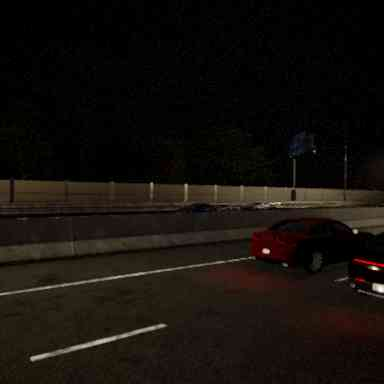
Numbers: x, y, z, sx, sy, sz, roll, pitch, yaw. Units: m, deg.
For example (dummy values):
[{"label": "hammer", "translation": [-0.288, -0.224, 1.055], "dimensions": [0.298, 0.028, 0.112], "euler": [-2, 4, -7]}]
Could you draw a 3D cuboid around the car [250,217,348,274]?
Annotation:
[{"label": "car", "translation": [4.146, 1.579, 10.998], "dimensions": [5.008, 1.535, 1.882], "euler": [1, 0, -35]}]

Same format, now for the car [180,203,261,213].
[{"label": "car", "translation": [1.979, 1.647, 22.595], "dimensions": [4.902, 1.511, 2.128], "euler": [1, -1, -35]}]

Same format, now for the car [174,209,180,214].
[{"label": "car", "translation": [0.540, 1.716, 30.167], "dimensions": [4.674, 1.442, 1.812], "euler": [1, -1, -35]}]

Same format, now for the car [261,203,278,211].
[{"label": "car", "translation": [5.624, 1.724, 29.491], "dimensions": [4.902, 1.511, 2.128], "euler": [1, -1, -35]}]

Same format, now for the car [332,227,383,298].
[{"label": "car", "translation": [5.543, 1.598, 7.696], "dimensions": [4.892, 1.490, 1.837], "euler": [1, 0, -35]}]
